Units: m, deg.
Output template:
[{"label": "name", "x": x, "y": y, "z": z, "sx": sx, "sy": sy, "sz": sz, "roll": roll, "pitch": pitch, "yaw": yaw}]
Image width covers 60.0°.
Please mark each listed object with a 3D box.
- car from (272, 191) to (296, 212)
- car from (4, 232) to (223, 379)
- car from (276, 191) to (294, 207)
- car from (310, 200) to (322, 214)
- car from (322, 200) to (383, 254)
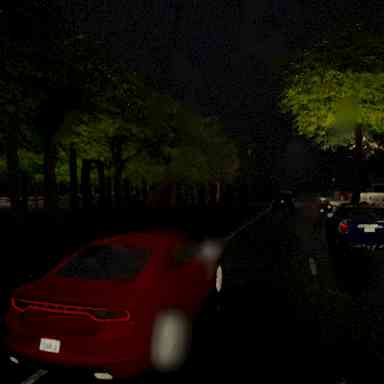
[{"label": "car", "x": 9.749, "y": 1.023, "z": 35.386, "sx": 2.150, "sy": 2.045, "sz": 5.566, "roll": 0, "pitch": 0, "yaw": 17}, {"label": "car", "x": -0.770, "y": 1.454, "z": 5.879, "sx": 1.882, "sy": 1.535, "sz": 5.008, "roll": 0, "pitch": 0, "yaw": 17}, {"label": "car", "x": 12.941, "y": 0.933, "z": 45.958, "sx": 2.150, "sy": 2.045, "sz": 5.566, "roll": 0, "pitch": 0, "yaw": 17}, {"label": "car", "x": 12.539, "y": 1.400, "z": 32.513, "sx": 1.895, "sy": 1.301, "sz": 4.718, "roll": 0, "pitch": 0, "yaw": 17}, {"label": "car", "x": 6.470, "y": 1.257, "z": 12.943, "sx": 2.097, "sy": 1.767, "sz": 4.553, "roll": 0, "pitch": 0, "yaw": 17}]
